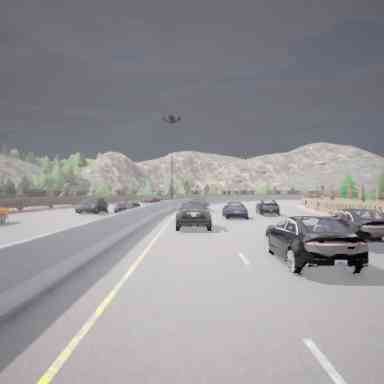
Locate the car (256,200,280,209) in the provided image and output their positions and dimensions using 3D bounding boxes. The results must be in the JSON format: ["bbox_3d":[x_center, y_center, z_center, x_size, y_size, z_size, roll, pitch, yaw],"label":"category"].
[{"bbox_3d":[7.443,1.492,32.820,2.128,1.511,4.902,0,0,4],"label":"car"}]

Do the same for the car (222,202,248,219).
[{"bbox_3d":[3.733,1.565,29.041,1.994,1.385,4.181,0,0,2],"label":"car"}]

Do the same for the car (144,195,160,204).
[{"bbox_3d":[-7.726,1.352,62.677,2.097,1.767,4.553,0,0,20],"label":"car"}]

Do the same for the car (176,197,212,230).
[{"bbox_3d":[0.096,1.353,20.944,2.097,1.767,4.553,0,0,0],"label":"car"}]

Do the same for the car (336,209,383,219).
[{"bbox_3d":[7.097,1.492,14.580,2.128,1.511,4.902,0,0,0],"label":"car"}]

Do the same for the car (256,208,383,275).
[{"bbox_3d":[3.597,1.492,10.456,2.128,1.511,4.902,0,0,0],"label":"car"}]

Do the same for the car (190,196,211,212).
[{"bbox_3d":[1.074,1.353,38.872,2.097,1.767,4.553,0,0,7],"label":"car"}]

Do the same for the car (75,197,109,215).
[{"bbox_3d":[-10.149,1.353,33.952,2.097,1.767,4.553,0,0,4],"label":"car"}]

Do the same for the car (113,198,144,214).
[{"bbox_3d":[-6.628,1.565,34.288,1.994,1.385,4.181,0,0,5],"label":"car"}]

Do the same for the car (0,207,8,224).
[{"bbox_3d":[-14.054,1.479,21.657,1.882,1.535,5.008,0,0,1],"label":"car"}]
